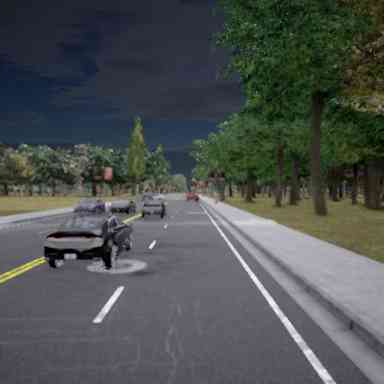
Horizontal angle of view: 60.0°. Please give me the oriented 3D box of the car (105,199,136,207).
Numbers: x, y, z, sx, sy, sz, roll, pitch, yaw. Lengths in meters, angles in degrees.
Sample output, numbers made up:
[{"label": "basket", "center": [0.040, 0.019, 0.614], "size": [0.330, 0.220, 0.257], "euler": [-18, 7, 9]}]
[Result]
[{"label": "car", "center": [-6.656, 1.396, 32.301], "size": [1.882, 1.535, 5.008], "euler": [0, 0, 0]}]

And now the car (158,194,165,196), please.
[{"label": "car", "center": [-6.638, 1.183, 72.646], "size": [1.812, 1.442, 4.674], "euler": [0, 0, 0]}]

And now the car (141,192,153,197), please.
[{"label": "car", "center": [-9.890, 0.993, 74.072], "size": [2.150, 2.045, 5.566], "euler": [0, 0, 0]}]

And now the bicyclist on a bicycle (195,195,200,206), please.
[{"label": "bicyclist on a bicycle", "center": [0.802, 1.257, 48.123], "size": [0.659, 1.776, 1.843], "euler": [0, 0, 0]}]

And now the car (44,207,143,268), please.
[{"label": "car", "center": [-3.171, 1.461, 11.084], "size": [2.128, 1.511, 4.902], "euler": [0, 0, 0]}]

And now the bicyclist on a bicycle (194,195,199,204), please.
[{"label": "bicyclist on a bicycle", "center": [0.799, 1.303, 57.548], "size": [0.866, 1.612, 1.509], "euler": [0, 0, 0]}]

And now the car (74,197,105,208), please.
[{"label": "car", "center": [-9.906, 1.270, 32.501], "size": [2.097, 1.767, 4.553], "euler": [0, 0, 0]}]

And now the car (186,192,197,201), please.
[{"label": "car", "center": [-0.142, 1.056, 74.712], "size": [2.150, 2.045, 5.566], "euler": [0, 0, 0]}]

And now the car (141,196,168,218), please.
[{"label": "car", "center": [-3.205, 1.417, 29.000], "size": [2.128, 1.511, 4.902], "euler": [0, 0, 0]}]
